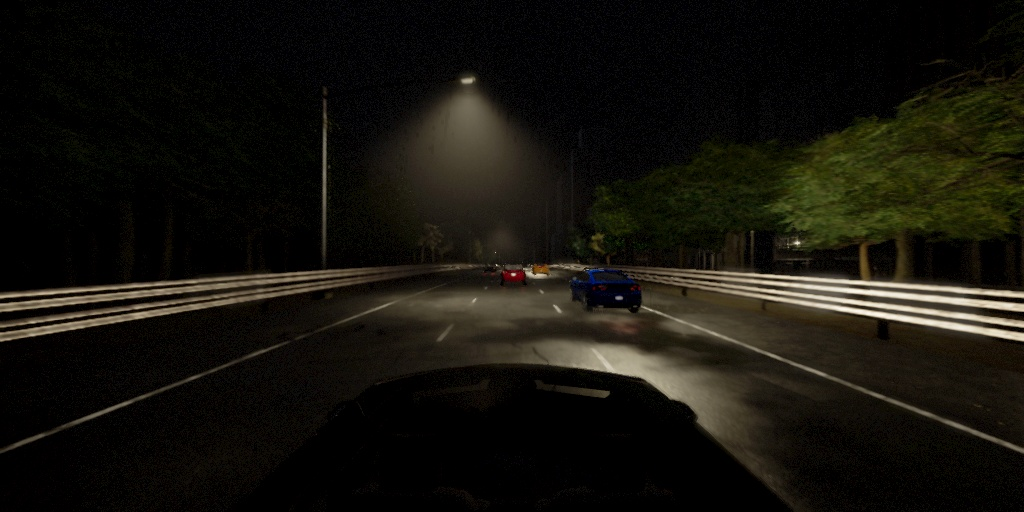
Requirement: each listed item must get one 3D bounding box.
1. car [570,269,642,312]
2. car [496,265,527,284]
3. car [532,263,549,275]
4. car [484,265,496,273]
[{"bbox_3d":[3.605,1.278,14.534,1.882,1.535,5.008,0,0,0],"label":"car"},{"bbox_3d":[0.111,1.448,28.826,2.163,1.488,4.792,0,-1,0],"label":"car"},{"bbox_3d":[3.616,1.676,46.443,1.882,1.535,5.008,0,-1,0],"label":"car"},{"bbox_3d":[-3.380,2.032,57.943,1.895,1.301,4.718,0,-1,0],"label":"car"}]
